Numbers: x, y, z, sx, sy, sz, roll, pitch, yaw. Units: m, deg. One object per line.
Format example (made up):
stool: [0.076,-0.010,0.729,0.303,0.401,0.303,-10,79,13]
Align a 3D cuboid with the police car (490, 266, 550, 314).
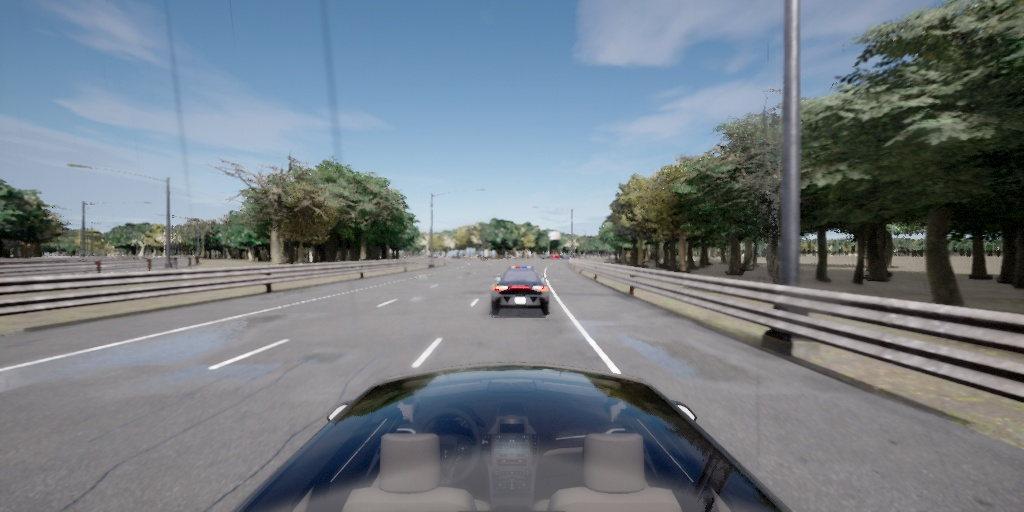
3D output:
police car: [0.328,1.164,13.431,2.038,1.542,4.974,0,0,2]
